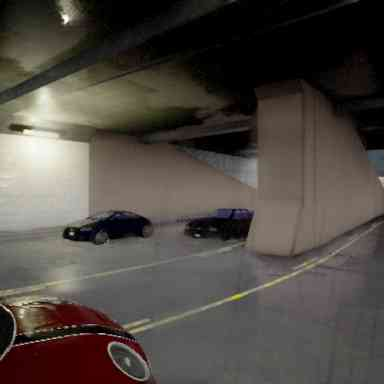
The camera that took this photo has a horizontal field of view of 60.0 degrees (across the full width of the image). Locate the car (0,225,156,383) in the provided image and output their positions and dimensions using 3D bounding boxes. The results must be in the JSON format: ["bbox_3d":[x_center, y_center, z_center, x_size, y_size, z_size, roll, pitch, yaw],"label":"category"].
[{"bbox_3d":[-2.485,1.356,2.199,4.553,1.767,2.097,0,0,-35],"label":"car"}]

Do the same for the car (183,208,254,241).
[{"bbox_3d":[1.826,1.513,16.795,2.033,1.411,5.357,0,0,36],"label":"car"}]

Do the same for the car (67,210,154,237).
[{"bbox_3d":[-3.757,1.549,15.461,1.994,1.385,4.181,0,0,40],"label":"car"}]
